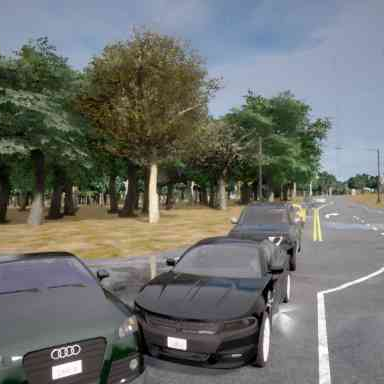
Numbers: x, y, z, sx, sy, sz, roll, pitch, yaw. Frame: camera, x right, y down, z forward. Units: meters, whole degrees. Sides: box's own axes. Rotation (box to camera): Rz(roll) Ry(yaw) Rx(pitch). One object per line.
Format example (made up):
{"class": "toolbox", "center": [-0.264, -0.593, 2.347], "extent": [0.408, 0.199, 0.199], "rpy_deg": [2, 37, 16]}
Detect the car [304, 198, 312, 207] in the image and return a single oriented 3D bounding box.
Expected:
{"class": "car", "center": [11.670, 1.739, 36.076], "extent": [1.812, 1.442, 4.674], "rpy_deg": [-1, 0, 21]}

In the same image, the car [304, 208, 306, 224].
{"class": "car", "center": [5.053, 1.775, 18.346], "extent": [1.895, 1.301, 4.718], "rpy_deg": [-1, 0, 21]}

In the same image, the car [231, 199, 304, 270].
{"class": "car", "center": [2.835, 1.460, 12.439], "extent": [2.150, 2.045, 5.566], "rpy_deg": [-2, 0, 20]}

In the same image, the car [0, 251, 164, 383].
{"class": "car", "center": [-2.320, 1.643, 4.992], "extent": [1.994, 1.385, 4.181], "rpy_deg": [2, -2, -33]}

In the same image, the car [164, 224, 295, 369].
{"class": "car", "center": [0.724, 1.613, 6.295], "extent": [1.882, 1.535, 5.008], "rpy_deg": [-1, -2, 21]}

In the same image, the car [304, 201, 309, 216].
{"class": "car", "center": [7.192, 1.665, 24.104], "extent": [1.882, 1.535, 5.008], "rpy_deg": [-1, 0, 20]}

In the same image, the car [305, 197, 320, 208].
{"class": "car", "center": [18.340, 1.582, 52.292], "extent": [2.097, 1.767, 4.553], "rpy_deg": [-1, 0, 26]}

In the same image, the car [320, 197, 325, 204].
{"class": "car", "center": [25.540, 1.710, 66.515], "extent": [1.812, 1.442, 4.674], "rpy_deg": [-1, 0, 28]}
